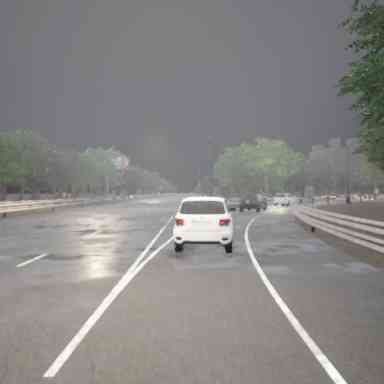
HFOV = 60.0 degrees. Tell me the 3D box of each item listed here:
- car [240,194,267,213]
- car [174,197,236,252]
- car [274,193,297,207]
[{"bbox_3d":[7.031,1.201,37.767,2.150,2.045,5.566,0,0,24],"label":"car"},{"bbox_3d":[0.651,1.215,14.043,2.150,2.045,5.566,0,0,7],"label":"car"},{"bbox_3d":[14.477,1.197,51.442,2.150,2.045,5.566,0,0,34],"label":"car"}]
